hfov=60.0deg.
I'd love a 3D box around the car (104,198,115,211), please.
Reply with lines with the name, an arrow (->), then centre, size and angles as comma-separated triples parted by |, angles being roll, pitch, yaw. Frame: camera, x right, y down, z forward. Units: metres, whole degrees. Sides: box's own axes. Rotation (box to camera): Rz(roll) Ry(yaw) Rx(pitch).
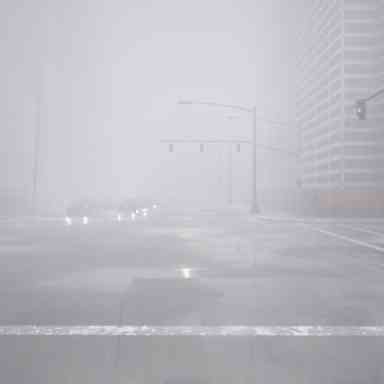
car -> -10.514, 1.475, 41.848 | 1.882, 1.535, 5.008 | 0, 0, 0

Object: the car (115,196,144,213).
car -> -7.024, 1.502, 37.830 | 1.837, 1.490, 4.892 | 0, 0, 0

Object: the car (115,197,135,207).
car -> -10.491, 1.544, 52.297 | 2.033, 1.411, 5.357 | 0, 0, 0

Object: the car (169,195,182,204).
car -> -3.373, 1.488, 64.088 | 2.128, 1.511, 4.902 | 0, 0, 0

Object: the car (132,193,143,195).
car -> -10.426, 1.474, 62.916 | 1.882, 1.535, 5.008 | 0, 0, 0

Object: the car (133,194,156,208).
car -> -7.001, 1.489, 48.181 | 2.128, 1.511, 4.902 | 0, 0, 0

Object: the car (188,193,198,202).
car -> 0.148, 1.180, 74.335 | 2.097, 1.767, 4.553 | 0, 0, 0

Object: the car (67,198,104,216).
car -> -10.572, 1.350, 32.716 | 2.097, 1.767, 4.553 | 0, 0, 1

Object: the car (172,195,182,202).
car -> -3.352, 1.350, 74.372 | 2.128, 1.511, 4.902 | 0, 0, 0

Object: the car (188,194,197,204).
car -> 0.127, 1.544, 64.081 | 2.033, 1.411, 5.357 | 0, 0, 0

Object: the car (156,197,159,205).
car -> -6.963, 1.597, 58.505 | 1.895, 1.301, 4.718 | 0, 0, 0
